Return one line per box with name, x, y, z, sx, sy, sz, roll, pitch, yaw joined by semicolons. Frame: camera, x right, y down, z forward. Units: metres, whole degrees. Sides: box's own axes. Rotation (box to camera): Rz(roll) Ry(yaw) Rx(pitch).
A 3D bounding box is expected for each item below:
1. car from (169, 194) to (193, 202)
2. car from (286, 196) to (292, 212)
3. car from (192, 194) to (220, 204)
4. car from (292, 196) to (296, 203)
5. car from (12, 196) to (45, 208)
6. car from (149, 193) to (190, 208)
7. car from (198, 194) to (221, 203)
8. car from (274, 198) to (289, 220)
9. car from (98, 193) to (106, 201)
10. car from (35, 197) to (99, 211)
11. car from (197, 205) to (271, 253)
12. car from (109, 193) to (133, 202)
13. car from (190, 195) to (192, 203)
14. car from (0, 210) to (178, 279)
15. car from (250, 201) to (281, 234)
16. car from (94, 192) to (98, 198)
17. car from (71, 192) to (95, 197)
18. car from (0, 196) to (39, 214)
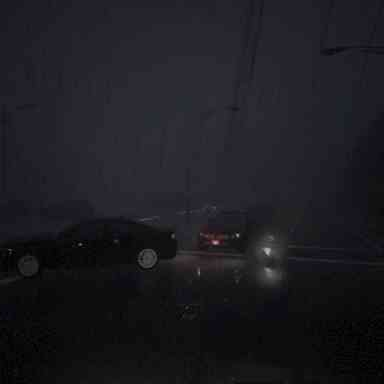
car;-2.187;1.256;68.705;4.514;1.523;2.007;0;0;18
car;9.799;1.481;36.774;1.837;1.490;4.892;0;1;18
car;1.591;1.124;56.802;5.027;1.636;2.152;0;0;18
car;19.626;1.534;66.003;1.994;1.385;4.181;0;0;19
car;-21.752;1.273;44.273;3.633;1.501;1.845;0;0;18
car;-3.018;1.073;41.788;4.605;1.855;1.932;0;0;18
car;3.328;1.201;62.988;3.806;1.475;1.970;0;0;18
car;5.838;1.474;24.975;2.128;1.511;4.902;0;0;19
car;-20.299;1.013;70.935;3.866;1.878;1.905;0;0;18
car;-9.067;1.355;24.216;3.633;1.501;1.845;0;0;18
car;1.794;1.514;13.916;1.812;1.442;4.674;0;0;24
car;-13.887;1.045;65.314;4.605;1.855;1.932;0;0;18
car;-2.484;1.052;44.674;3.866;1.878;1.905;0;0;18
car;-2.920;1.475;9.917;5.008;1.535;1.882;0;0;-19
car;3.934;1.489;19.327;1.837;1.490;4.892;0;0;19
car;-21.937;1.297;67.978;3.806;1.475;1.970;0;0;18
car;-18.529;1.248;53.732;4.514;1.523;2.007;0;0;18
car;-15.152;1.355;29.404;3.806;1.475;1.970;0;0;18
